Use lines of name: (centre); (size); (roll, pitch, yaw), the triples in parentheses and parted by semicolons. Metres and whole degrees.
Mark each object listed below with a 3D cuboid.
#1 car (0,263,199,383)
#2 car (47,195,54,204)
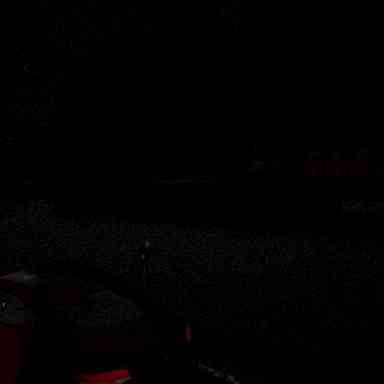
car: (-1.868, 1.581, 4.135); (4.206, 1.307, 1.802); (0, 1, 36)
car: (-17.231, 0.654, 45.105); (2.097, 1.767, 4.553); (1, 2, 36)
